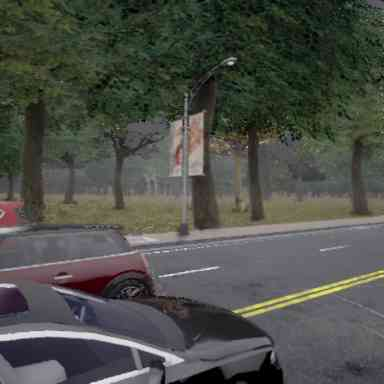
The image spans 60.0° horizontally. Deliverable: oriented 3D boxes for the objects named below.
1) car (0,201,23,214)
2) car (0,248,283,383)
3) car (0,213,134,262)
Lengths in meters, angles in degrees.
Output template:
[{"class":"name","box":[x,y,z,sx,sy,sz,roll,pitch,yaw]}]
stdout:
[{"class":"car","box":[-6.394,1.215,7.108,5.566,2.045,2.150,0,0,-36]},{"class":"car","box":[-1.363,1.493,2.468,4.902,1.511,2.128,0,0,-36]},{"class":"car","box":[-2.970,1.358,5.561,4.553,1.767,2.097,0,0,-36]}]
